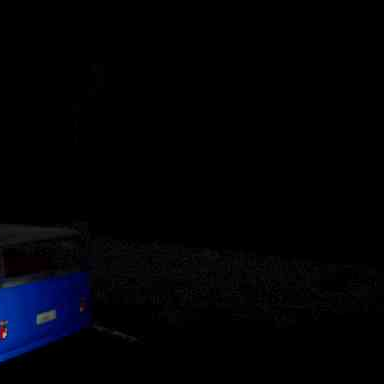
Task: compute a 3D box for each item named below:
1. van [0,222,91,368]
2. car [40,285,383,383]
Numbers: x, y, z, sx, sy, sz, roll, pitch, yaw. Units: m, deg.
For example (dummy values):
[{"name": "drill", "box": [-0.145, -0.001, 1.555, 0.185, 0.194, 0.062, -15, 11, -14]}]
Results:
[{"name": "van", "box": [-3.389, 1.395, 5.382, 3.998, 1.788, 1.690, -1, 0, 35]}, {"name": "car", "box": [1.186, 1.546, 2.119, 4.507, 1.381, 1.887, -1, 0, 35]}]
